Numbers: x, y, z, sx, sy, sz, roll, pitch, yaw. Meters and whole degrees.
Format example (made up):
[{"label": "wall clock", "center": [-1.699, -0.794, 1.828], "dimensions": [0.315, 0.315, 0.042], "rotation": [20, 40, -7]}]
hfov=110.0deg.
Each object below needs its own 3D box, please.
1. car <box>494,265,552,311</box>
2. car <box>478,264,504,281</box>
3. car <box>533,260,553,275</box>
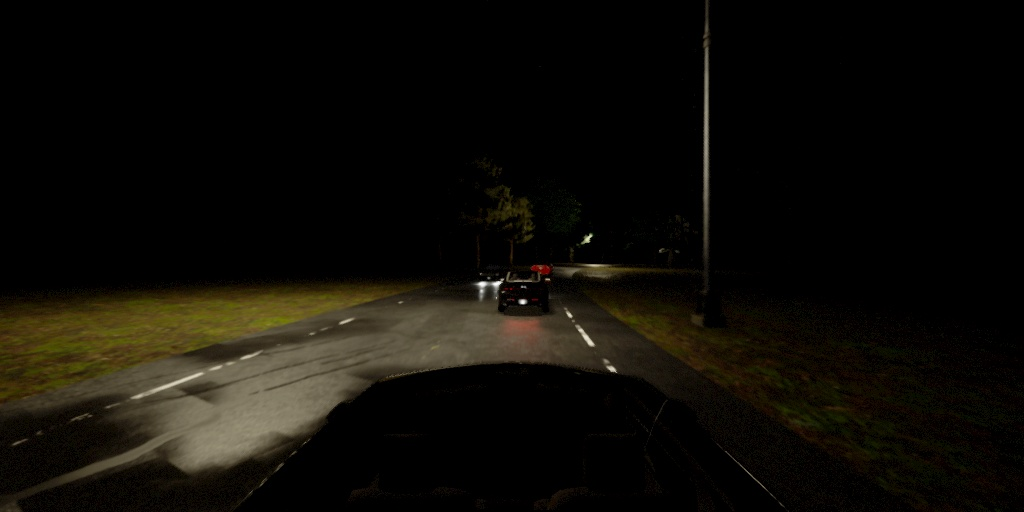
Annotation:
[{"label": "car", "center": [0.517, 1.309, 14.680], "dimensions": [1.837, 1.490, 4.892], "rotation": [0, 0, 3]}, {"label": "car", "center": [-1.503, 1.403, 31.454], "dimensions": [2.033, 1.411, 5.357], "rotation": [0, 0, 8]}, {"label": "car", "center": [3.309, 1.278, 38.870], "dimensions": [2.097, 1.767, 4.553], "rotation": [1, 0, 10]}]
